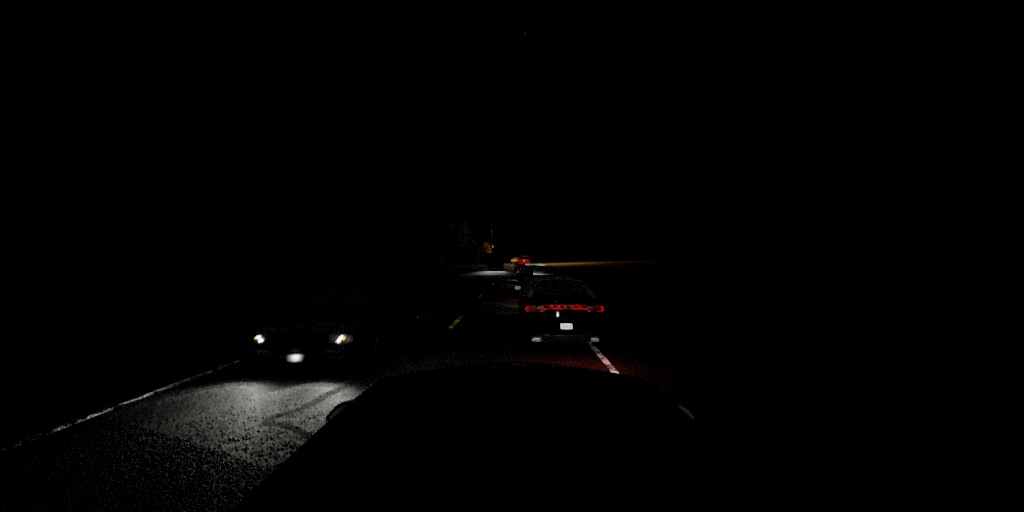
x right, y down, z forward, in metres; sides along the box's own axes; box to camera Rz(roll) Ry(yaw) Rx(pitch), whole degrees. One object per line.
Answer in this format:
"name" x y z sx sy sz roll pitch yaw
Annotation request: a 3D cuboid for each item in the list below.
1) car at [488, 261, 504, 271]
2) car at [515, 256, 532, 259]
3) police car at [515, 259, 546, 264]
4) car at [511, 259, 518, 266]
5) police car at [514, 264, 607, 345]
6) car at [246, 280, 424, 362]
"car" -2.138 1.343 49.437 1.895 1.301 4.718 0 0 3
"car" 2.099 0.956 59.935 2.150 2.045 5.566 0 0 4
"police car" 1.272 1.175 19.588 1.930 1.638 5.238 0 0 1
"car" 1.308 1.344 46.810 1.895 1.301 4.718 0 0 4
"police car" 1.099 1.175 9.623 1.930 1.638 5.238 0 0 1
"car" -3.550 1.298 8.575 2.033 1.411 5.357 0 0 1
